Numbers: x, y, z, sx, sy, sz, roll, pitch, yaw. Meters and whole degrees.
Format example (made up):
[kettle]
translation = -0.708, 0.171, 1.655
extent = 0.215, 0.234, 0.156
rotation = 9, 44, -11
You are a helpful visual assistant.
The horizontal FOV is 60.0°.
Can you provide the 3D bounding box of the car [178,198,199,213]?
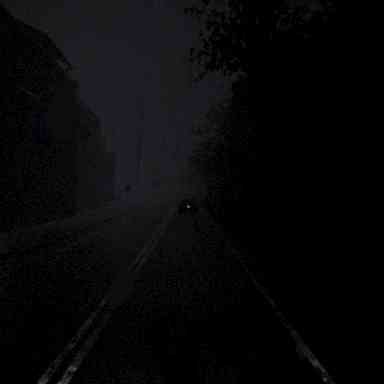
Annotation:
[car]
translation = -0.381, 1.320, 33.050
extent = 1.994, 1.385, 4.181
rotation = 0, 1, -2
